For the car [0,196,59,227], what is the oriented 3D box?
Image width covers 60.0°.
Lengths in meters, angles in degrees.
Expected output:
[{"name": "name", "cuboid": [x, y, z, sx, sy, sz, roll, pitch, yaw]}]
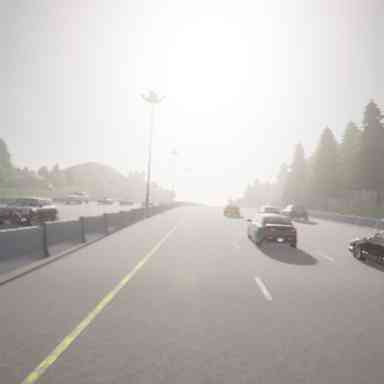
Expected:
[{"name": "car", "cuboid": [-10.039, 1.103, 20.534, 2.097, 1.767, 4.553, 3, -1, 2]}]

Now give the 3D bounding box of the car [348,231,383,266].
[{"name": "car", "cuboid": [7.277, 2.007, 11.254, 2.033, 1.411, 5.357, 3, -1, 2]}]

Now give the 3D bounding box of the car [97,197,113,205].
[{"name": "car", "cuboid": [-15.464, 1.551, 59.356, 1.994, 1.385, 4.181, 3, -1, 3]}]

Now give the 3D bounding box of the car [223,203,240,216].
[{"name": "car", "cuboid": [4.997, 2.167, 42.438, 1.882, 1.535, 5.008, 3, -1, 2]}]

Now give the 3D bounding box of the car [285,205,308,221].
[{"name": "car", "cuboid": [11.852, 2.317, 38.638, 2.097, 1.767, 4.553, 3, -1, 2]}]

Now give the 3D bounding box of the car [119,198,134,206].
[{"name": "car", "cuboid": [-11.910, 1.782, 60.533, 1.895, 1.301, 4.718, 3, -1, 3]}]

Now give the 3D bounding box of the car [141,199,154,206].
[{"name": "car", "cuboid": [-8.326, 2.008, 62.677, 1.895, 1.301, 4.718, 3, -1, 2]}]

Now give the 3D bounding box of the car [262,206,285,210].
[{"name": "car", "cuboid": [8.237, 2.273, 35.844, 1.837, 1.490, 4.892, 3, 0, 2]}]

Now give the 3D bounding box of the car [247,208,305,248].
[{"name": "car", "cuboid": [4.008, 1.876, 17.102, 1.837, 1.490, 4.892, 3, 0, 2]}]

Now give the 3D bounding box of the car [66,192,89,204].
[{"name": "car", "cuboid": [-19.087, 0.981, 55.710, 2.150, 2.045, 5.566, 3, -1, 3]}]
